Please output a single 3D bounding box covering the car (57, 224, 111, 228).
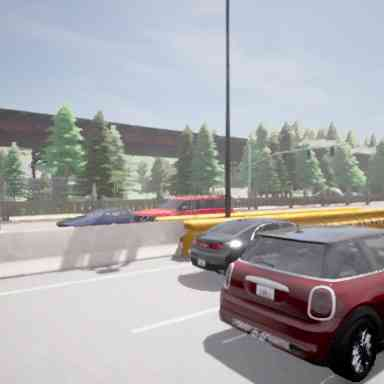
[{"bbox_3d":[-4.452,1.538,17.947,5.357,1.411,2.033,0,0,-35],"label":"car"}]

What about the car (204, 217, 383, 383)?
[{"bbox_3d":[2.689,1.343,5.667,4.553,1.767,2.097,0,0,-36],"label":"car"}]

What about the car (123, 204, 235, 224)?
[{"bbox_3d":[-0.311,1.212,16.574,5.566,2.045,2.150,0,0,-35],"label":"car"}]

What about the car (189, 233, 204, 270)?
[{"bbox_3d":[2.210,1.494,9.627,4.892,1.490,1.837,0,0,-36],"label":"car"}]
